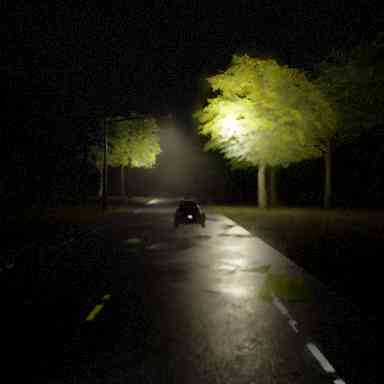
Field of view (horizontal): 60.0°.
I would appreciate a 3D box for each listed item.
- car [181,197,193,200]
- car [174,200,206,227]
[{"bbox_3d":[-0.600,1.325,40.345,1.837,1.490,4.892,1,1,-2],"label":"car"},{"bbox_3d":[-0.151,1.456,22.067,1.994,1.385,4.181,0,0,-1],"label":"car"}]
